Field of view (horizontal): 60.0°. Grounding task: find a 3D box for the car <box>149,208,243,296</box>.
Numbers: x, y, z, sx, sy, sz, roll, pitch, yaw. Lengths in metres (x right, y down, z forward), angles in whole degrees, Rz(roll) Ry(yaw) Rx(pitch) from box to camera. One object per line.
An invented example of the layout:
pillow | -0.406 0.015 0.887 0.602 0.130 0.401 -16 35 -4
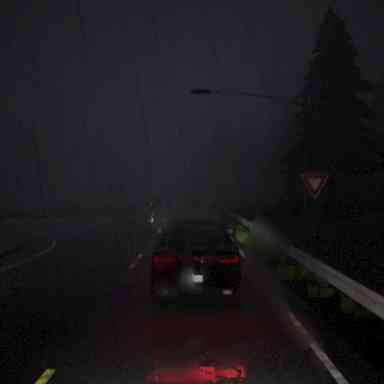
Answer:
car | 0.088 1.402 8.528 1.882 1.535 5.008 0 1 0

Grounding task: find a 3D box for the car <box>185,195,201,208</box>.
car | 0.119 1.114 41.234 1.882 1.535 5.008 0 1 0

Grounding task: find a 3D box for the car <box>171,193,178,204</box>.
car | -3.556 1.068 52.092 1.812 1.442 4.674 0 1 0

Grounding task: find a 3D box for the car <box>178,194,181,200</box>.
car | -3.468 0.919 69.358 1.812 1.442 4.674 0 1 0

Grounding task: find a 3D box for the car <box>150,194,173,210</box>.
car | -3.577 1.269 37.621 1.895 1.301 4.718 0 1 0
